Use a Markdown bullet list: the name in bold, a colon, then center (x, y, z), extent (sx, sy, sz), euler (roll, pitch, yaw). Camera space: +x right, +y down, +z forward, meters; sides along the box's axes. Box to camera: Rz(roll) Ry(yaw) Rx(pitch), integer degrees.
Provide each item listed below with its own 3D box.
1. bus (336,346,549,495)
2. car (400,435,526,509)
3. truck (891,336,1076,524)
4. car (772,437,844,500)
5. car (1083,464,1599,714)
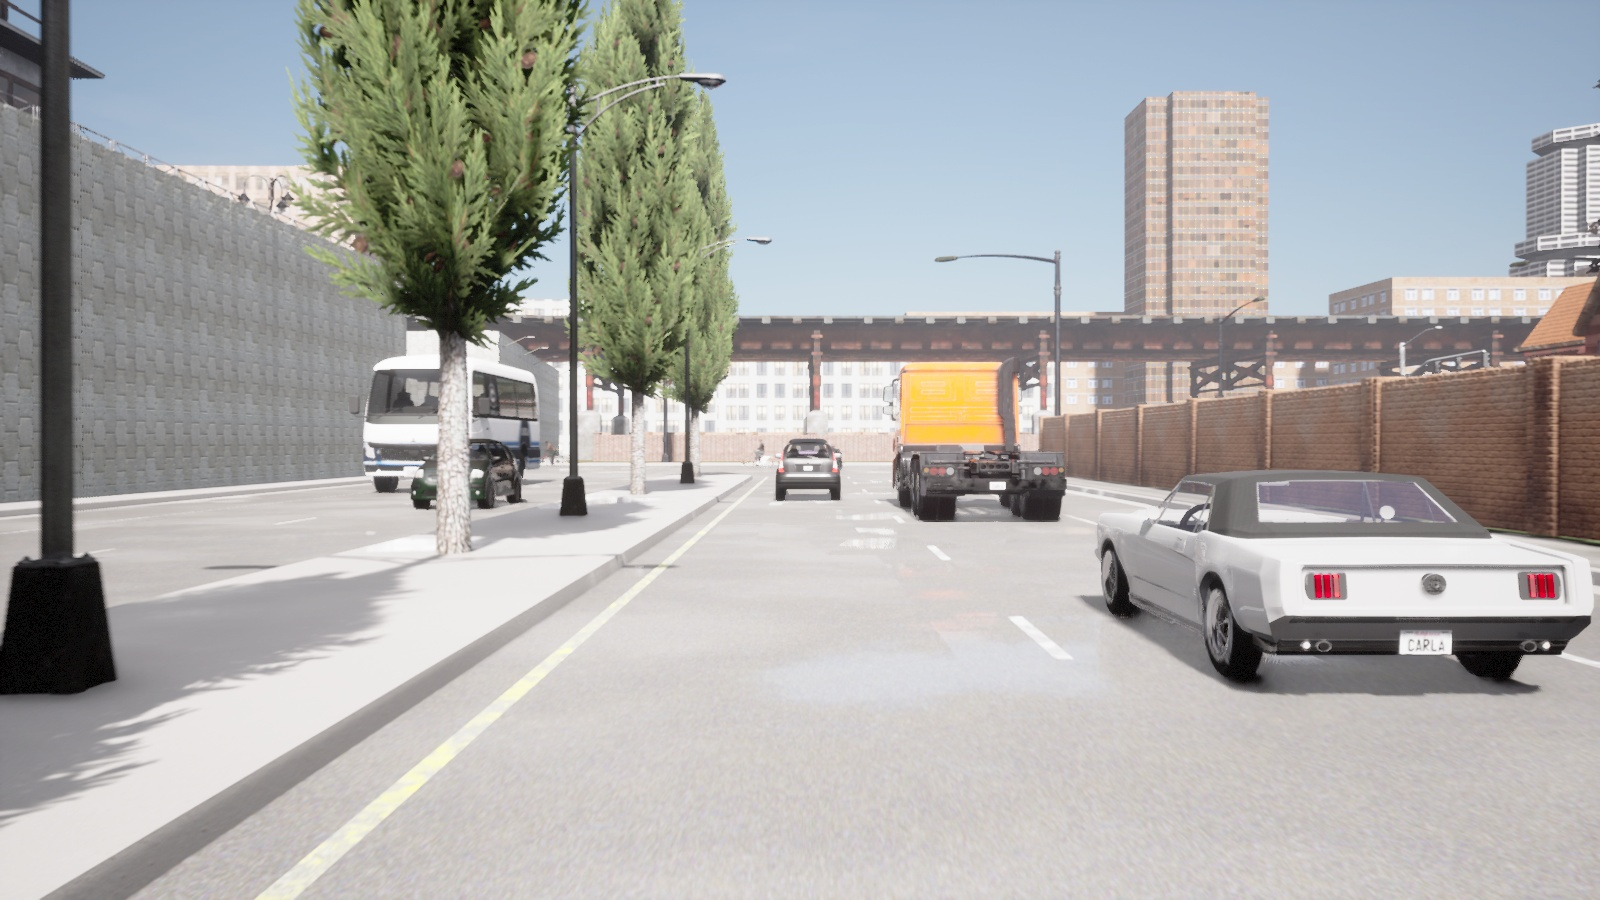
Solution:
- **bus**: center (-11.248, -0.870, 41.008), extent (3.944, 4.253, 10.273), euler (0, 0, 0)
- **car**: center (-7.814, 0.472, 29.473), extent (1.851, 1.617, 3.988), euler (0, 0, 0)
- **truck**: center (3.670, -0.385, 27.140), extent (2.891, 3.462, 7.936), euler (0, 0, 0)
- **car**: center (0.214, 0.452, 34.233), extent (1.851, 1.617, 3.988), euler (0, 0, 0)
- **car**: center (3.569, 0.797, 9.323), extent (1.895, 1.301, 4.718), euler (0, 0, 0)
